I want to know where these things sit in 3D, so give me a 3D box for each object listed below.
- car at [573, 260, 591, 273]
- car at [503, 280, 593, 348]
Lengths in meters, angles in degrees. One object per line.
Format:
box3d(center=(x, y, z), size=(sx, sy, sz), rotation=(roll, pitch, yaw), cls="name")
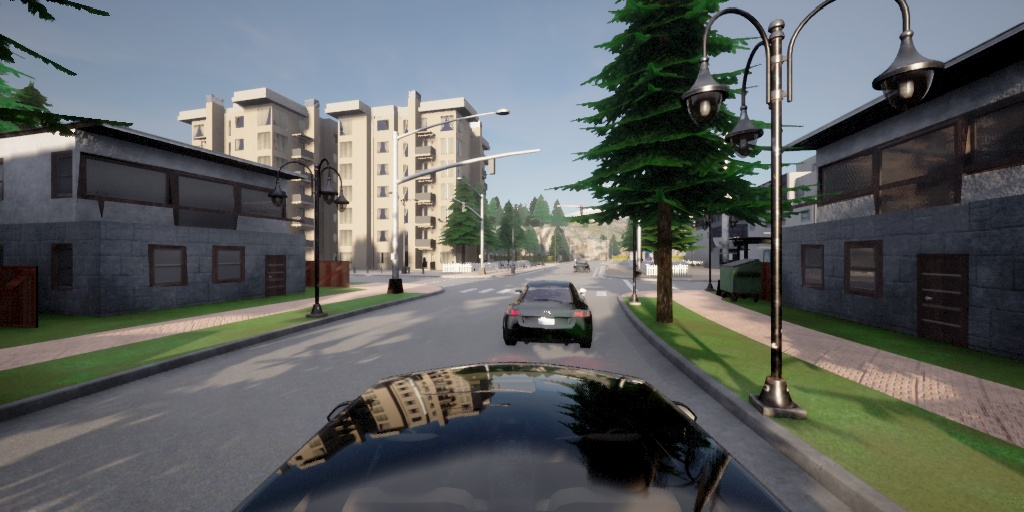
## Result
box3d(center=(8.746, 1.276, 44.880), size=(2.128, 1.511, 4.902), rotation=(0, 0, 14), cls="car")
box3d(center=(0.997, 1.314, 9.335), size=(1.994, 1.385, 4.181), rotation=(0, 0, 8), cls="car")
